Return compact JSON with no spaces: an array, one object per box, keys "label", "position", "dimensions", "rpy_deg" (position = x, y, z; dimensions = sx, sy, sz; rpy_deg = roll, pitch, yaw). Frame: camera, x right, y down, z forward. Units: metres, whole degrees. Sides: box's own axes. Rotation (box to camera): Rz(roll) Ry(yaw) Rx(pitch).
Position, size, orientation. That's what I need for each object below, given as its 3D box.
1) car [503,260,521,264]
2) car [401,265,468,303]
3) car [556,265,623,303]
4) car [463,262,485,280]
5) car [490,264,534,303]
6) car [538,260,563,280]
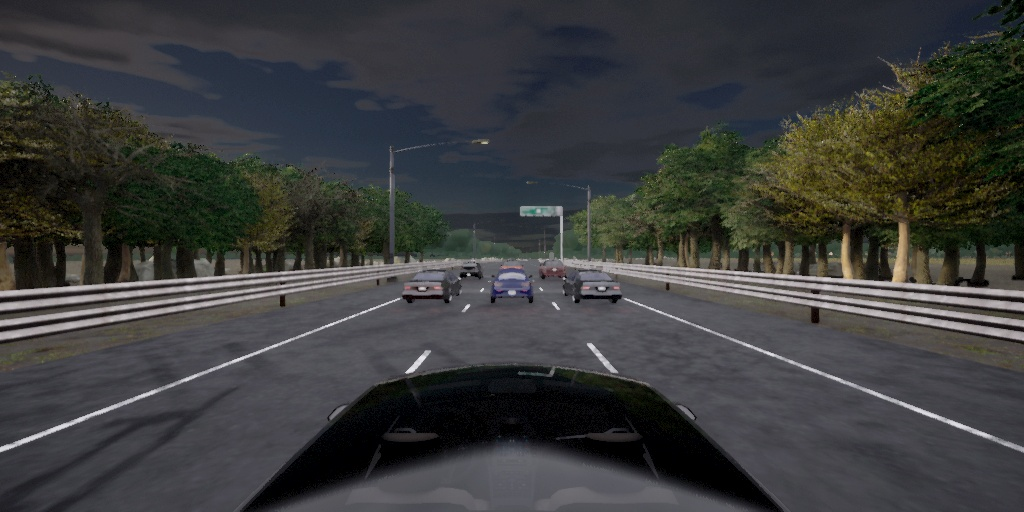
[{"label":"car","position":[0.000,1.133,31.471],"dimensions":[2.097,1.767,4.553],"rpy_deg":[0,0,0]},{"label":"car","position":[-3.500,1.316,16.500],"dimensions":[2.033,1.411,5.357],"rpy_deg":[0,0,0]},{"label":"car","position":[3.500,1.316,16.500],"dimensions":[2.033,1.411,5.357],"rpy_deg":[0,0,0]},{"label":"car","position":[-3.500,1.283,31.500],"dimensions":[1.837,1.490,4.892],"rpy_deg":[0,0,0]},{"label":"car","position":[0.000,1.285,16.501],"dimensions":[1.812,1.442,4.674],"rpy_deg":[0,0,0]},{"label":"car","position":[3.500,1.133,31.470],"dimensions":[2.097,1.767,4.553],"rpy_deg":[0,0,0]}]
